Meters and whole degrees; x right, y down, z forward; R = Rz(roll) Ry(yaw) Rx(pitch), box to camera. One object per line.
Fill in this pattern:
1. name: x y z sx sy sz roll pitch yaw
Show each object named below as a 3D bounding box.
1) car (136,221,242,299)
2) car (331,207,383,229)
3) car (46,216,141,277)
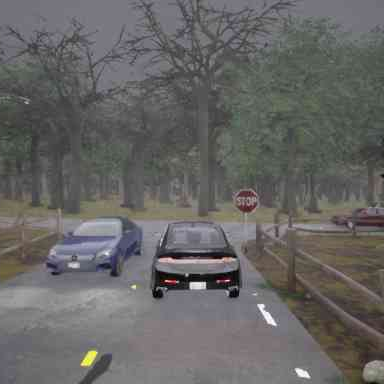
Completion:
1. car: 0.032 1.492 8.475 2.128 1.511 4.902 0 0 -2
2. car: 12.591 1.809 23.874 5.008 1.535 1.882 1 0 -2
3. car: -2.740 1.526 10.433 1.812 1.442 4.674 0 0 4
